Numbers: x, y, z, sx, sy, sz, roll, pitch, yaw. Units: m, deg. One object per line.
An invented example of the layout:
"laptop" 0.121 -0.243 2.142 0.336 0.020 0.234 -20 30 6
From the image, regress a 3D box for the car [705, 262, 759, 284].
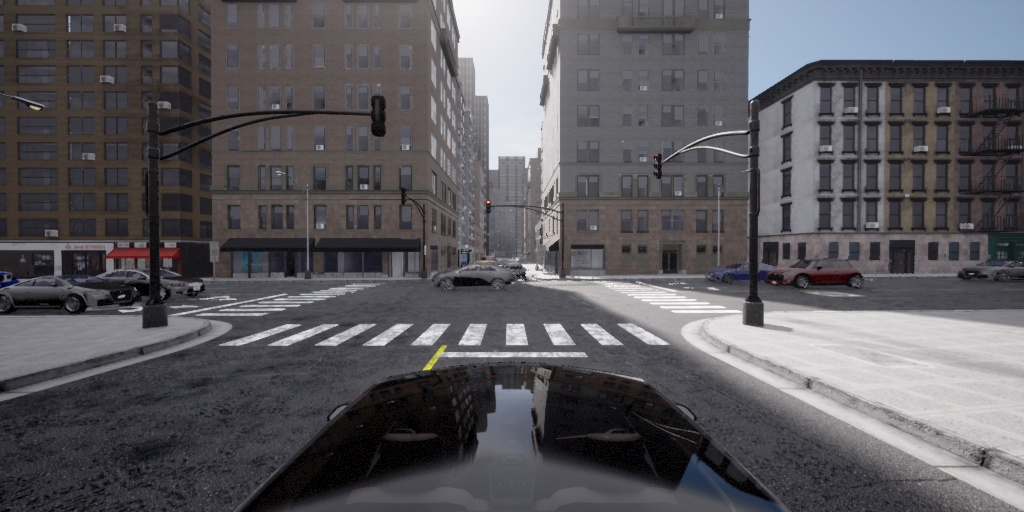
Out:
"car" 15.701 1.118 24.373 4.674 1.442 1.812 -1 1 0

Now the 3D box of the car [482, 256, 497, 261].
"car" -3.124 0.984 47.482 2.150 2.045 5.566 0 0 0

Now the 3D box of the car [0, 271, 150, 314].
"car" -17.527 1.442 14.251 4.181 1.385 1.994 0 1 0

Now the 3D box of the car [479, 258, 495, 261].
"car" -3.115 1.233 37.526 1.882 1.535 5.008 0 0 0

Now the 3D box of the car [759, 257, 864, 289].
"car" 17.708 0.965 21.130 4.553 1.767 2.097 0 1 0

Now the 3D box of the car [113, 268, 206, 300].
"car" -17.797 1.335 17.510 4.902 1.511 2.128 0 1 1

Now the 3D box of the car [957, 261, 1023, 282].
"car" 33.329 1.033 24.455 4.181 1.385 1.994 0 1 0

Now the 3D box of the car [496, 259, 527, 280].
"car" 0.023 1.255 30.888 1.837 1.490 4.892 -3 0 -9

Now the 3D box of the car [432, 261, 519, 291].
"car" -2.183 1.202 21.037 4.902 1.511 2.128 0 0 0
